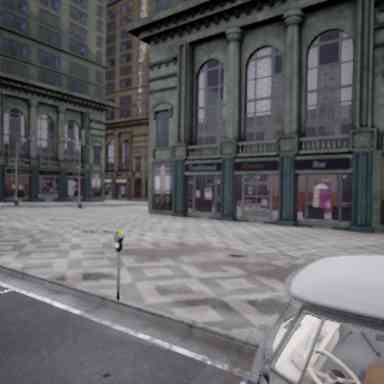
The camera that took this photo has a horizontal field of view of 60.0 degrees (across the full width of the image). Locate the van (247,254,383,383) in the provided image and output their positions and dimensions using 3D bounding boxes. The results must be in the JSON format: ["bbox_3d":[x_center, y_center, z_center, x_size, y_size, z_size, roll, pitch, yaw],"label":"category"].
[{"bbox_3d":[2.143,1.363,1.464,3.998,1.788,1.690,2,1,35],"label":"van"}]
